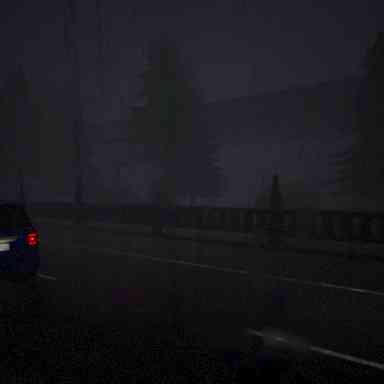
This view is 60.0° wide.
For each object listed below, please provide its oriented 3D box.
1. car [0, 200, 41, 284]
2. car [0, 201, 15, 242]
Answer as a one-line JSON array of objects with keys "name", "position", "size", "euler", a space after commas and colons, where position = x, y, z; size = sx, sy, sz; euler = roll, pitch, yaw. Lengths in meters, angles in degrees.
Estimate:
[{"name": "car", "position": [-6.059, 1.210, 8.301], "size": [5.566, 2.045, 2.150], "euler": [0, 0, 35]}, {"name": "car", "position": [-10.575, 1.332, 15.543], "size": [4.553, 1.767, 2.097], "euler": [0, 0, 33]}]
